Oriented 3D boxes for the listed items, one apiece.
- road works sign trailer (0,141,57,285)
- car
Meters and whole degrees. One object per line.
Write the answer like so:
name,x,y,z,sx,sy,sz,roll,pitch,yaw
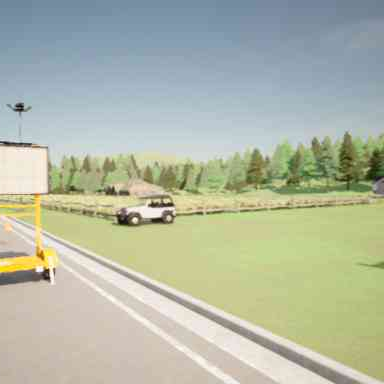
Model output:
road works sign trailer,-5.020,0.489,8.650,2.380,3.560,2.880,-1,0,-35
car,-2.821,1.153,21.138,3.866,1.878,1.905,-1,0,-35
